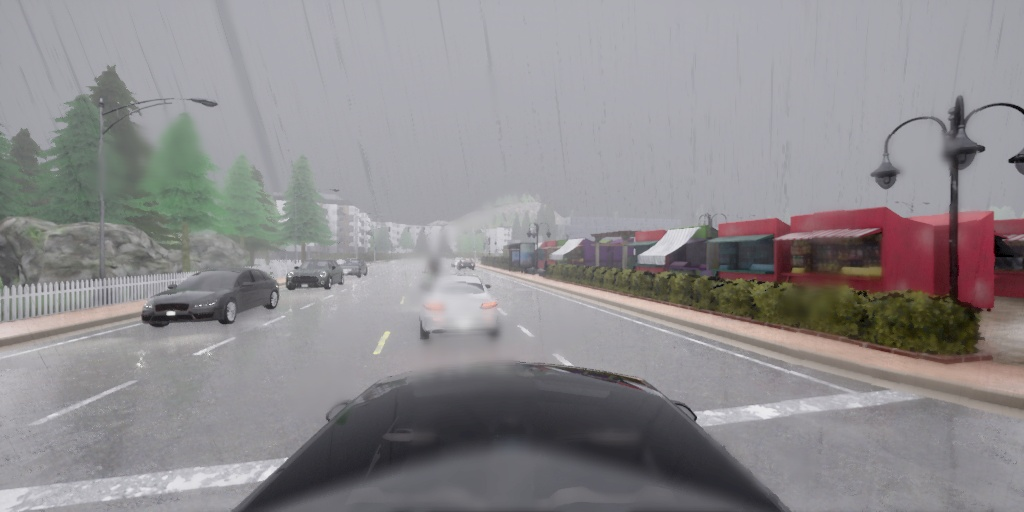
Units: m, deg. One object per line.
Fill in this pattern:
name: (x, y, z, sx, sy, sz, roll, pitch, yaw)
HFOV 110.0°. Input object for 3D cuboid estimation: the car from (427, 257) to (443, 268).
car: (-10.919, 0.907, 50.798, 1.837, 1.490, 4.892, 0, 0, -13)

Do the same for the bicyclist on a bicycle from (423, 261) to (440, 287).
bicyclist on a bicycle: (-4.333, 1.082, 19.607, 0.582, 1.620, 1.656, 0, 1, 25)

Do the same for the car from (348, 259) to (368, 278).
car: (-13.627, 1.039, 30.681, 2.128, 1.511, 4.902, 0, 0, -13)

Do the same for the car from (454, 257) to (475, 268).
car: (-5.677, 1.055, 43.744, 1.895, 1.301, 4.718, 0, 0, -13)

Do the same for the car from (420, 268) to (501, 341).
car: (-1.487, 1.226, 9.761, 1.812, 1.442, 4.674, 0, 0, -12)

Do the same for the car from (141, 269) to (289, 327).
car: (-9.202, 1.192, 11.465, 1.837, 1.490, 4.892, 0, 0, -13)

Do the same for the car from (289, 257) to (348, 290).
car: (-11.417, 0.969, 21.062, 2.097, 1.767, 4.553, 0, 0, -13)

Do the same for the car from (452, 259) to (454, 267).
car: (-7.706, 0.915, 52.624, 1.812, 1.442, 4.674, 0, 0, -13)
